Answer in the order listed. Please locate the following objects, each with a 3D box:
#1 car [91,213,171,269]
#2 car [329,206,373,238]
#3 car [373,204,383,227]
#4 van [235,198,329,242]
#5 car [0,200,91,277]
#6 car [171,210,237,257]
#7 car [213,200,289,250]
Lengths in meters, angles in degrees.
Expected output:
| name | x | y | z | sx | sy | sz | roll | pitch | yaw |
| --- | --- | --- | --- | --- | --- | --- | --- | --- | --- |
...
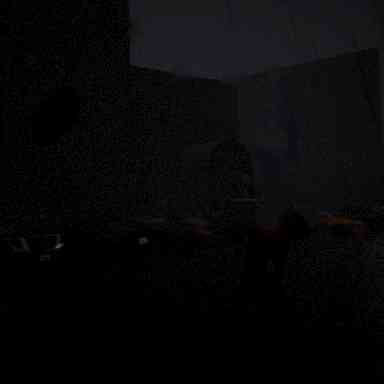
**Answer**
| name | x | y | z | sx | sy | sz | roll | pitch | yaw |
| --- | --- | --- | --- | --- | --- | --- | --- | --- | --- |
| car | -3.363 | 1.524 | 11.207 | 4.792 | 1.488 | 2.163 | -1 | -1 | 34 |
| car | 6.546 | 1.546 | 18.073 | 5.366 | 1.575 | 1.946 | -1 | -1 | 34 |
| car | 11.270 | 1.645 | 21.660 | 4.792 | 1.488 | 2.163 | -1 | -2 | 34 |
| van | 4.059 | 1.298 | 16.367 | 4.442 | 1.987 | 1.878 | -1 | -1 | 34 |
| car | -5.747 | 1.244 | 9.447 | 5.566 | 2.045 | 2.435 | -1 | -1 | 34 |
| car | -0.900 | 1.538 | 12.930 | 4.674 | 1.452 | 2.002 | -1 | -1 | 34 |
| car | 1.552 | 1.383 | 14.659 | 4.553 | 1.767 | 2.185 | -1 | -1 | 34 |
